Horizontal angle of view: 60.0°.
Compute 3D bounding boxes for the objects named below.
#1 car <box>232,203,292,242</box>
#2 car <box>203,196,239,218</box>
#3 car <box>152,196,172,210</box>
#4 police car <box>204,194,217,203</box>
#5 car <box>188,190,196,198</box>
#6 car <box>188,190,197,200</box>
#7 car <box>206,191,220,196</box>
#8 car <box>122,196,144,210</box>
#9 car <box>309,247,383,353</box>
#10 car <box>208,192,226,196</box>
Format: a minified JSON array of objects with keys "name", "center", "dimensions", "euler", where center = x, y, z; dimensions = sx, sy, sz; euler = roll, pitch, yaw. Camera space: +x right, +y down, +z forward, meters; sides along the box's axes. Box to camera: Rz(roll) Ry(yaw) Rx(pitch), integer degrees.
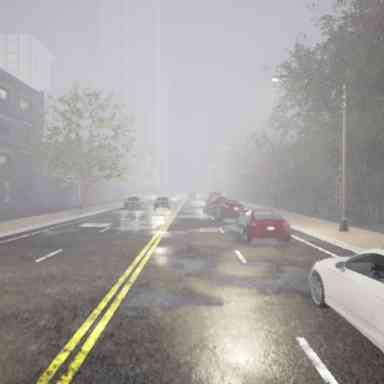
[{"name":"car","center":[3.255,1.455,15.777],"dimensions":[1.994,1.385,4.181],"euler":[0,0,0]},{"name":"car","center":[2.627,1.312,27.897],"dimensions":[2.163,1.488,4.792],"euler":[0,0,-19]},{"name":"car","center":[-3.311,1.249,37.646],"dimensions":[1.837,1.490,4.892],"euler":[0,0,0]},{"name":"police car","center":[3.266,1.098,59.778],"dimensions":[2.038,1.542,4.974],"euler":[0,0,0]},{"name":"car","center":[0.023,0.583,89.801],"dimensions":[2.150,2.045,5.566],"euler":[0,0,0]},{"name":"car","center":[0.018,0.970,74.246],"dimensions":[1.837,1.490,4.892],"euler":[0,0,0]},{"name":"car","center":[3.263,0.888,48.805],"dimensions":[2.150,2.045,5.566],"euler":[0,0,0]},{"name":"car","center":[-6.561,1.249,37.646],"dimensions":[1.837,1.490,4.892],"euler":[0,0,0]},{"name":"car","center":[3.253,1.492,4.777],"dimensions":[1.812,1.442,4.674],"euler":[0,0,0]},{"name":"car","center":[3.261,1.173,37.777],"dimensions":[2.033,1.649,4.856],"euler":[0,0,0]}]
